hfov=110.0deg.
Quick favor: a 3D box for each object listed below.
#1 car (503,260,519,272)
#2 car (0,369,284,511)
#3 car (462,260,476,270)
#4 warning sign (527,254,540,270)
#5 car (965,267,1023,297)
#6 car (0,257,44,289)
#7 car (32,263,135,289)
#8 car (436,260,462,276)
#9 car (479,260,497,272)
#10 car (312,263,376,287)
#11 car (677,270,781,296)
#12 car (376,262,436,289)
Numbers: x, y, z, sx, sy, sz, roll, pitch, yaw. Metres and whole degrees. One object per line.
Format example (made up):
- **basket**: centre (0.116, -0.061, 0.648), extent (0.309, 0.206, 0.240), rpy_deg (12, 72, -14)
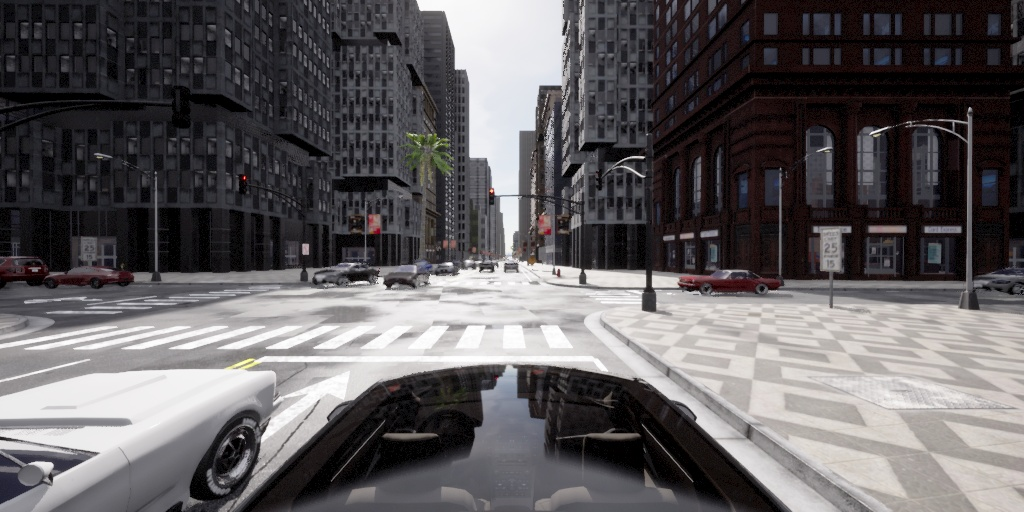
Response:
- **car**: centre (-0.091, 1.321, 48.292), extent (2.128, 1.511, 4.902), rpy_deg (0, 0, 0)
- **car**: centre (-3.149, 1.351, 1.460), extent (1.895, 1.301, 4.718), rpy_deg (0, 0, -3)
- **car**: centre (-6.810, 1.376, 56.759), extent (2.128, 1.511, 4.902), rpy_deg (0, 0, 0)
- **warning sign**: centre (2.661, 0.940, 47.605), extent (1.300, 1.860, 1.060), rpy_deg (0, 0, 0)
- **car**: centre (27.913, 1.378, 19.582), extent (4.902, 1.511, 2.128), rpy_deg (0, 0, 0)
- **car**: centre (-30.786, 0.945, 21.293), extent (5.009, 1.841, 2.192), rpy_deg (0, 0, -1)
- **car**: centre (-25.148, 1.232, 21.404), extent (4.207, 1.307, 1.802), rpy_deg (0, 0, -1)
- **car**: centre (-6.747, 1.345, 37.456), extent (1.994, 1.385, 4.181), rpy_deg (0, 0, 0)
- **car**: centre (-3.343, 1.336, 48.477), extent (1.837, 1.490, 4.892), rpy_deg (0, 0, 0)
- **car**: centre (-10.972, 1.219, 24.015), extent (2.128, 1.511, 4.902), rpy_deg (0, -1, 15)
- **car**: centre (11.652, 1.414, 19.529), extent (4.718, 1.301, 1.895), rpy_deg (0, 0, 0)
- **car**: centre (-6.683, 1.282, 23.383), extent (2.033, 1.411, 5.357), rpy_deg (0, 0, 0)
